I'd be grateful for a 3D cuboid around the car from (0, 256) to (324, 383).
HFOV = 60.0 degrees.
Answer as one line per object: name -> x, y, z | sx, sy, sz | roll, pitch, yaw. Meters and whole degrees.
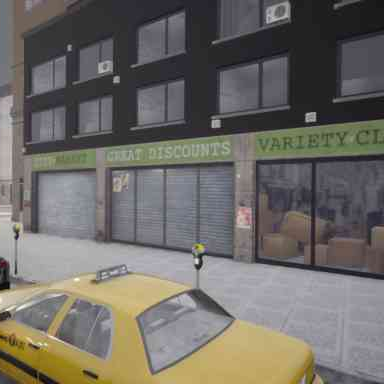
car -> -1.100, 1.525, 3.862 | 4.829, 1.417, 1.752 | 0, 1, 35
